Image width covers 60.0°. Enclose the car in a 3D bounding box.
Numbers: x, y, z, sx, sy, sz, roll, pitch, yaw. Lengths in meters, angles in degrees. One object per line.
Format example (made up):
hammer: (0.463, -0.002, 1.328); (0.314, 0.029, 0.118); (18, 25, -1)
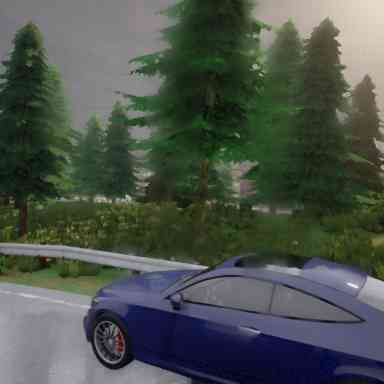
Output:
car: (0.761, 1.499, 4.095); (4.674, 1.442, 1.812); (1, 1, 31)
